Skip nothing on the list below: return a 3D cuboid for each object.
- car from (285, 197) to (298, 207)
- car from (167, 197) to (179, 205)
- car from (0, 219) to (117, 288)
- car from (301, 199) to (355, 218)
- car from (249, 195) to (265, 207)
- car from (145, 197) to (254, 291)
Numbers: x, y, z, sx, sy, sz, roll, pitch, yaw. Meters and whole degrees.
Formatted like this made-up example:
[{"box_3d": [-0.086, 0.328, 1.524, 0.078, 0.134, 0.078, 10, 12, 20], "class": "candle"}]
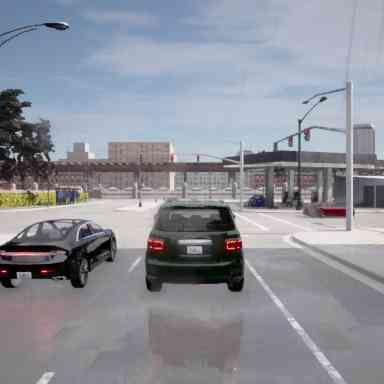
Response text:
[{"box_3d": [15.393, 1.456, 50.107, 1.970, 1.475, 3.806, 0, 0, 0], "class": "car"}, {"box_3d": [-3.478, 1.564, 61.142, 1.994, 1.385, 4.181, 0, 0, 0], "class": "car"}, {"box_3d": [-3.431, 1.492, 9.238, 2.128, 1.511, 4.902, 0, 0, 0], "class": "car"}, {"box_3d": [11.967, 1.564, 29.203, 4.181, 1.385, 1.994, 0, 0, -1], "class": "car"}, {"box_3d": [9.649, 1.295, 49.338, 2.242, 1.667, 4.611, 0, 0, 0], "class": "car"}, {"box_3d": [0.073, 1.221, 9.153, 2.150, 2.045, 5.566, 0, 0, 0], "class": "car"}]
